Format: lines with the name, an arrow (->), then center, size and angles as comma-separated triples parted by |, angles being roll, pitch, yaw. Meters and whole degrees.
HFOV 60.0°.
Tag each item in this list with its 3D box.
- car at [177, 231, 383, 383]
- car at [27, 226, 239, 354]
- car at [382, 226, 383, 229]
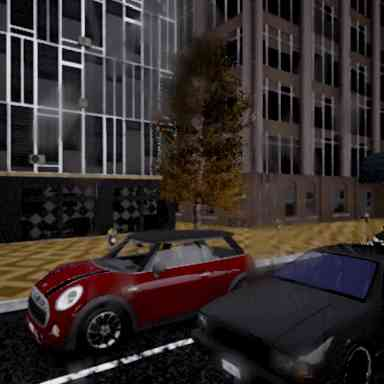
car -> 2.605, 1.583, 5.223 | 5.357, 1.411, 2.033 | 0, 0, -35
car -> -0.723, 1.460, 6.048 | 4.097, 1.590, 1.967 | 0, -1, -35
car -> 8.547, 1.650, 12.625 | 4.403, 1.369, 2.008 | 0, -1, -35
